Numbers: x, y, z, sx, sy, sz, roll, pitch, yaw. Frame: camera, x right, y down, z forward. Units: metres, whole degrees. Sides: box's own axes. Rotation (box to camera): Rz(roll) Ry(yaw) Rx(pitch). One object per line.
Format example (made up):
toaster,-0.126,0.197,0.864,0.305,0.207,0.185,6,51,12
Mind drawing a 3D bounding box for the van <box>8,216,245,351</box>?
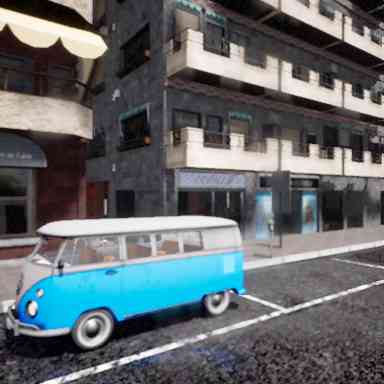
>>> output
van,-0.882,1.360,5.940,3.998,1.788,1.690,1,-1,-35
